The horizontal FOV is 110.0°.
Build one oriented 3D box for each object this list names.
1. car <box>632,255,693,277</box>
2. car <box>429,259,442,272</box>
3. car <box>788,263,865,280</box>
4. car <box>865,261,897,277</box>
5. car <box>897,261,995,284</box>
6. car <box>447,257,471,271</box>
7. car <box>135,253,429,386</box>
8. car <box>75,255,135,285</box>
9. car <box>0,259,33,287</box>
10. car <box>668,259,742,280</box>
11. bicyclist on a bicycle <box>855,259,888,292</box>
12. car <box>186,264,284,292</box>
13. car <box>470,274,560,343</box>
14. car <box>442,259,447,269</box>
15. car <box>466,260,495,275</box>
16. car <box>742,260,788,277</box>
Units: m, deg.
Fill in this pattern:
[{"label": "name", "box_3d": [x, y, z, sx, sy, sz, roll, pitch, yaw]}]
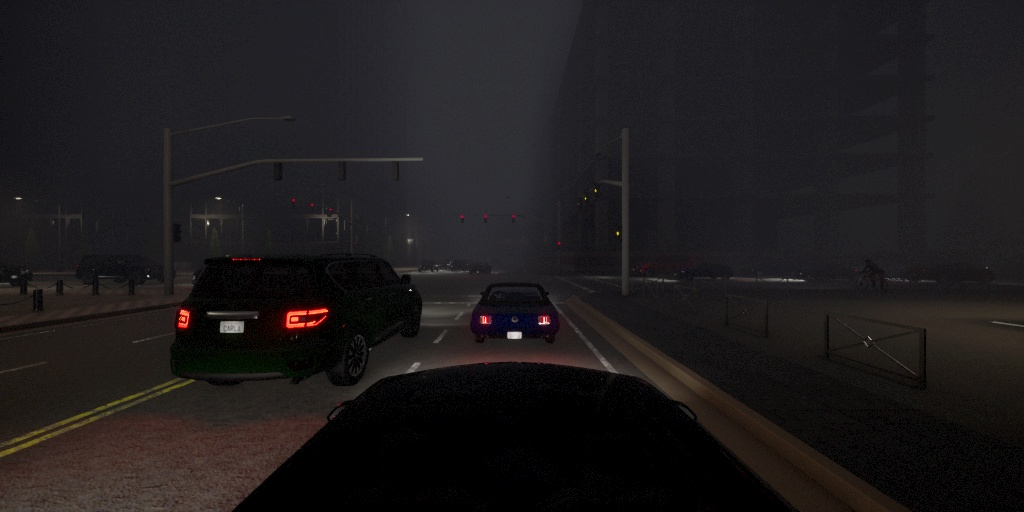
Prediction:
[{"label": "car", "box_3d": [13.909, 0.917, 32.758, 5.566, 2.045, 2.150, 0, 0, 0]}, {"label": "car", "box_3d": [-10.636, 1.255, 45.893, 1.837, 1.490, 4.892, 0, 0, 0]}, {"label": "car", "box_3d": [25.593, 1.258, 29.306, 4.181, 1.385, 1.994, 0, 0, 0]}, {"label": "car", "box_3d": [33.633, 1.220, 32.830, 4.674, 1.442, 1.812, 0, 0, 0]}, {"label": "car", "box_3d": [31.211, 1.172, 25.630, 5.008, 1.535, 1.882, 0, 0, 0]}, {"label": "car", "box_3d": [-7.136, 1.254, 48.517, 1.837, 1.490, 4.892, 0, 0, 0]}, {"label": "car", "box_3d": [-3.443, 0.971, 7.117, 2.150, 2.045, 5.566, 0, 0, 0]}, {"label": "car", "box_3d": [-26.940, 0.916, 25.077, 5.566, 2.045, 2.150, 0, 0, 1]}, {"label": "car", "box_3d": [-32.668, 0.917, 21.581, 5.566, 2.045, 2.150, 0, 0, 0]}, {"label": "car", "box_3d": [15.629, 1.220, 29.243, 4.674, 1.442, 1.812, 0, 0, 0]}, {"label": "bicyclist on a bicycle", "box_3d": [18.317, 0.998, 18.292, 0.582, 1.620, 1.656, 0, 0, 0]}, {"label": "car", "box_3d": [-16.018, 1.211, 20.792, 4.892, 1.490, 1.837, 0, -1, 14]}, {"label": "car", "box_3d": [0.073, 1.351, 9.633, 1.895, 1.301, 4.718, 0, 0, 0]}, {"label": "car", "box_3d": [-10.634, 1.241, 55.236, 2.128, 1.511, 4.902, 0, 0, 0]}, {"label": "car", "box_3d": [-3.392, 1.351, 39.135, 1.895, 1.301, 4.718, 0, 0, 4]}, {"label": "car", "box_3d": [23.639, 1.172, 32.796, 5.008, 1.535, 1.882, 0, 0, -1]}]
